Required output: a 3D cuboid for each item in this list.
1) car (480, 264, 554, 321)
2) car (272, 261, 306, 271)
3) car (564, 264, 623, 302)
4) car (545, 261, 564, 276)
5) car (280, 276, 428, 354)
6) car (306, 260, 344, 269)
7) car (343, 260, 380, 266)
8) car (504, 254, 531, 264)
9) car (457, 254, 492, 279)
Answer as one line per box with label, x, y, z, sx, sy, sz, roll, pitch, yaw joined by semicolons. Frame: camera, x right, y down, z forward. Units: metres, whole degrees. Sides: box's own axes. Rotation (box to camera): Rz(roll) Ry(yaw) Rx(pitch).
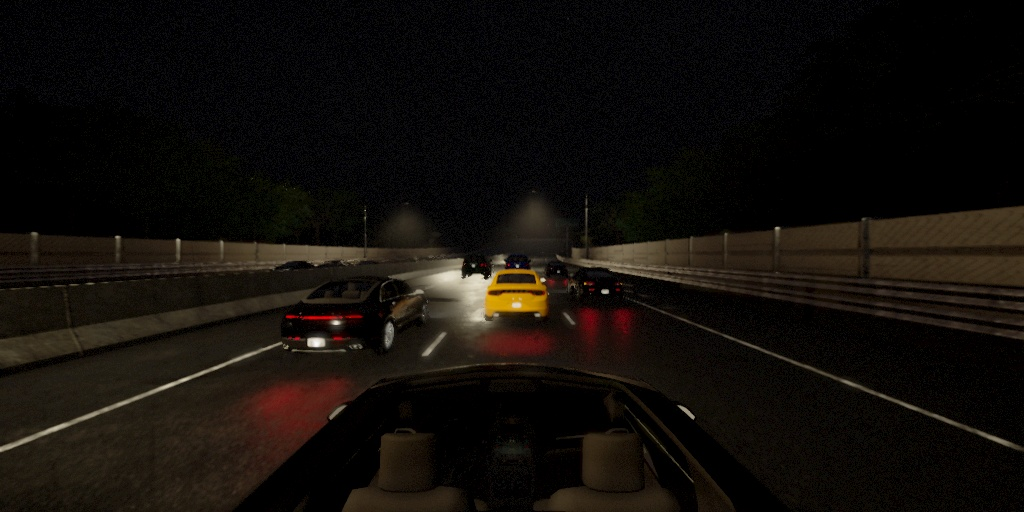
car;0.159;1.195;12.363;1.882;1.535;5.008;0;0;1
car;-20.623;1.168;34.139;1.812;1.442;4.674;0;0;2
car;3.720;1.234;16.456;1.812;1.442;4.674;0;0;1
car;4.052;1.189;33.122;1.812;1.442;4.674;0;0;2
car;-3.383;1.233;8.658;1.837;1.490;4.892;0;1;1
car;-17.109;1.135;34.529;2.128;1.511;4.902;0;0;2
car;-13.629;1.174;33.824;1.812;1.442;4.674;0;0;2
car;0.495;0.887;31.152;2.150;2.045;5.566;0;0;1
car;-3.003;0.884;31.265;2.150;2.045;5.566;0;0;1
